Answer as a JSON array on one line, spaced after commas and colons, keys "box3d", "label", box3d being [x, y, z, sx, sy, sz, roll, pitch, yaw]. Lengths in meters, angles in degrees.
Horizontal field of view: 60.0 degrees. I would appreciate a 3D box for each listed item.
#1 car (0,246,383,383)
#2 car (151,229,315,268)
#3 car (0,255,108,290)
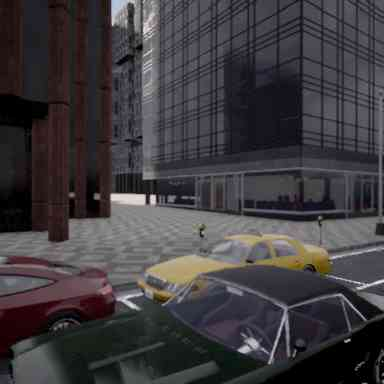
[{"box3d": [0.567, 1.615, 3.654, 4.718, 1.301, 1.895, 0, 0, -35], "label": "car"}, {"box3d": [1.182, 1.555, 7.479, 4.829, 1.417, 1.752, 0, 0, -35], "label": "car"}, {"box3d": [-3.114, 1.581, 4.430, 4.206, 1.307, 1.802, 0, 0, -35], "label": "car"}]
